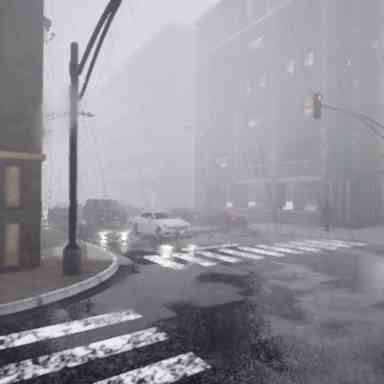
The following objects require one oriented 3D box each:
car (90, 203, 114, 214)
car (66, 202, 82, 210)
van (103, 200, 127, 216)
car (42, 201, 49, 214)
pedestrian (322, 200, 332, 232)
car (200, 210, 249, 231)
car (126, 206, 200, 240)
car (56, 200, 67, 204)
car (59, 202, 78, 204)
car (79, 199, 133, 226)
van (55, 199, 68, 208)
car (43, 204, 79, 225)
[{"bbox_3d":[-12.596,2.274,46.325,1.947,1.339,4.313,0,-1,-32],"label":"car"},{"bbox_3d":[-21.527,2.492,60.482,1.752,1.417,4.829,0,-1,-32],"label":"car"},{"bbox_3d":[-9.650,1.964,41.657,1.690,1.788,3.998,0,-1,-32],"label":"van"},{"bbox_3d":[-19.691,2.156,41.866,1.887,1.381,4.507,0,-1,-32],"label":"car"},{"bbox_3d":[7.879,1.372,19.410,0.375,1.860,0.375,0,-1,-32],"label":"pedestrian"},{"bbox_3d":[2.138,1.870,22.970,1.802,1.307,4.206,0,-1,-32],"label":"car"},{"bbox_3d":[-1.730,1.718,18.276,1.812,1.442,4.674,1,-1,-33],"label":"car"},{"bbox_3d":[-22.164,2.396,56.641,1.837,1.490,4.892,1,-1,-32],"label":"car"},{"bbox_3d":[-12.358,2.059,35.130,1.994,1.385,4.181,1,-1,-32],"label":"car"},{"bbox_3d":[-7.017,1.563,26.637,2.150,2.045,5.566,1,-1,-32],"label":"car"},{"bbox_3d":[-27.331,2.478,69.683,1.690,1.788,3.998,0,-1,-32],"label":"van"},{"bbox_3d":[-10.851,1.924,27.852,1.947,1.339,4.313,0,-1,-32],"label":"car"}]
